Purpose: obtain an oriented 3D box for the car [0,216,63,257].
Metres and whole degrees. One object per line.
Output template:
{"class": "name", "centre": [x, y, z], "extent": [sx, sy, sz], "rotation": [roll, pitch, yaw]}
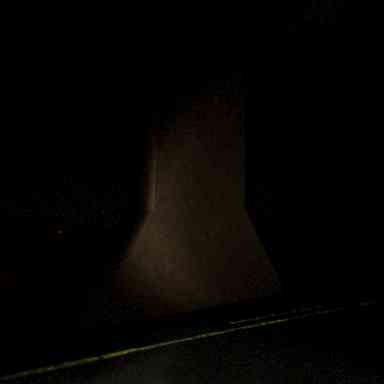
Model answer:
{"class": "car", "centre": [-6.744, 1.563, 11.603], "extent": [4.181, 1.385, 1.994], "rotation": [0, 0, -27]}
